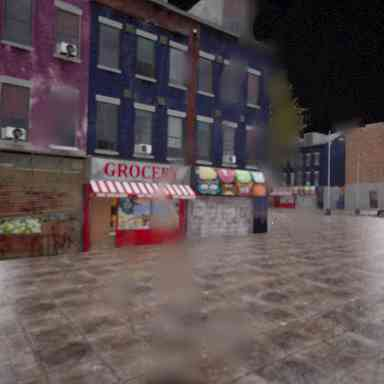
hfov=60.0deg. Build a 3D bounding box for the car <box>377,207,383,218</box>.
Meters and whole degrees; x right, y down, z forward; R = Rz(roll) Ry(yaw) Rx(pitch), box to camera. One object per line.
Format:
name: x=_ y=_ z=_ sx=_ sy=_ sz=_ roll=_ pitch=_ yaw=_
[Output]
car: x=17.162 y=1.575 z=26.499 sx=1.994 sy=1.385 sz=4.181 roll=2 pitch=-1 yaw=-35
